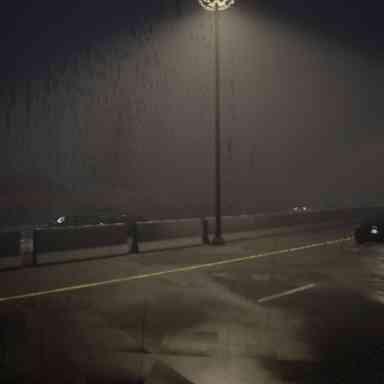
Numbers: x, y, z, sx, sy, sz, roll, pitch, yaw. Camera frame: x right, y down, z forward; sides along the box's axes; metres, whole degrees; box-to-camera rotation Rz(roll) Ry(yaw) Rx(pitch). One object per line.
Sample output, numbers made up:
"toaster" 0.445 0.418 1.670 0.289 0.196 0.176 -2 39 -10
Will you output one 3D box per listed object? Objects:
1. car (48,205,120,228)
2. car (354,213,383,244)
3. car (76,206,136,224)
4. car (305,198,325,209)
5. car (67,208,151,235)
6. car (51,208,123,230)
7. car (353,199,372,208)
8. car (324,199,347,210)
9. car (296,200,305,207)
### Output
"car" -6.582 1.623 21.022 4.553 1.767 2.097 0 -1 -38
"car" 9.293 1.659 15.539 4.181 1.385 1.994 0 -1 -42
"car" -7.470 1.964 29.224 4.718 1.301 1.895 0 -1 -40
"car" 20.551 1.760 53.933 2.097 1.767 4.553 -1 -1 37
"car" -4.316 1.791 18.351 4.181 1.385 1.994 0 -1 -38
"car" -7.692 1.917 24.545 4.718 1.301 1.895 0 -1 -38
"car" 24.147 1.802 47.067 2.128 1.511 4.902 -1 -1 38
"car" 21.748 1.918 49.670 1.994 1.385 4.181 -1 -1 38
"car" 19.973 2.062 59.092 1.895 1.301 4.718 -1 -1 35
